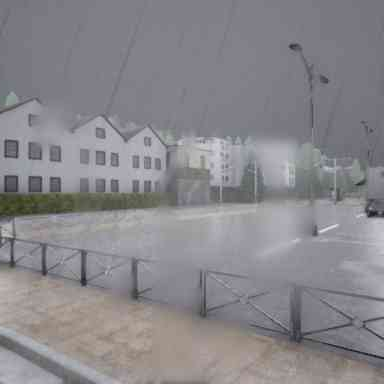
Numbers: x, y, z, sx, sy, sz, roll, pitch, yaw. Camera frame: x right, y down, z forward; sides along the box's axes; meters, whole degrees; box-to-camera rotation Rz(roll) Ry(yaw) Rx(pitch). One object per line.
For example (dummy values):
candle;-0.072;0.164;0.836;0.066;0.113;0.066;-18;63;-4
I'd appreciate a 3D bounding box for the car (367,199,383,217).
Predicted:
car;15.412;1.297;26.820;2.007;1.523;4.514;0;0;35
